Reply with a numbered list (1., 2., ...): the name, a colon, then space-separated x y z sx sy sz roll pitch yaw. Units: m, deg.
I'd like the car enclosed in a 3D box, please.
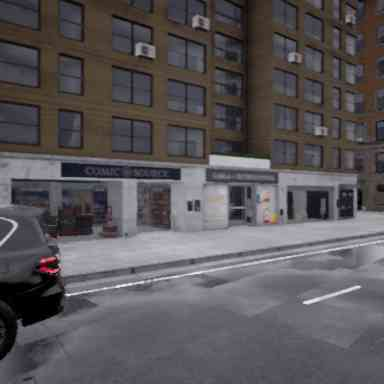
1. car: -4.475 1.197 4.019 5.566 2.045 2.150 0 0 -35
